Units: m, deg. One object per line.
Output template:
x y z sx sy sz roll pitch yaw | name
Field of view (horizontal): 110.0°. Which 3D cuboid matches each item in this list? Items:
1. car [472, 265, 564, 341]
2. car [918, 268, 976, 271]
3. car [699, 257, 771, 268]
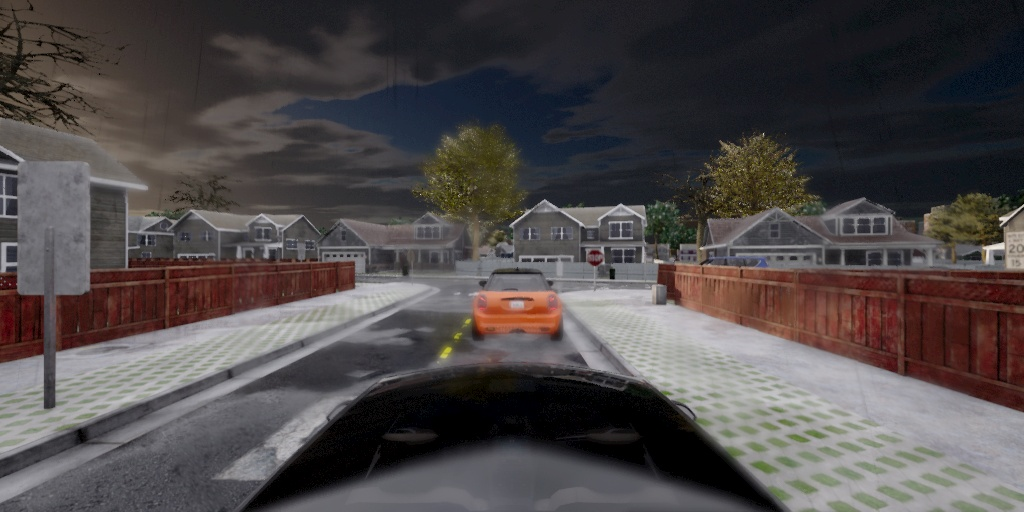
0.132 1.100 10.016 2.097 1.767 4.553 0 0 0 | car
23.068 1.386 19.529 4.892 1.490 1.837 0 0 20 | car
13.279 1.051 22.901 5.566 2.045 2.150 0 0 18 | car
